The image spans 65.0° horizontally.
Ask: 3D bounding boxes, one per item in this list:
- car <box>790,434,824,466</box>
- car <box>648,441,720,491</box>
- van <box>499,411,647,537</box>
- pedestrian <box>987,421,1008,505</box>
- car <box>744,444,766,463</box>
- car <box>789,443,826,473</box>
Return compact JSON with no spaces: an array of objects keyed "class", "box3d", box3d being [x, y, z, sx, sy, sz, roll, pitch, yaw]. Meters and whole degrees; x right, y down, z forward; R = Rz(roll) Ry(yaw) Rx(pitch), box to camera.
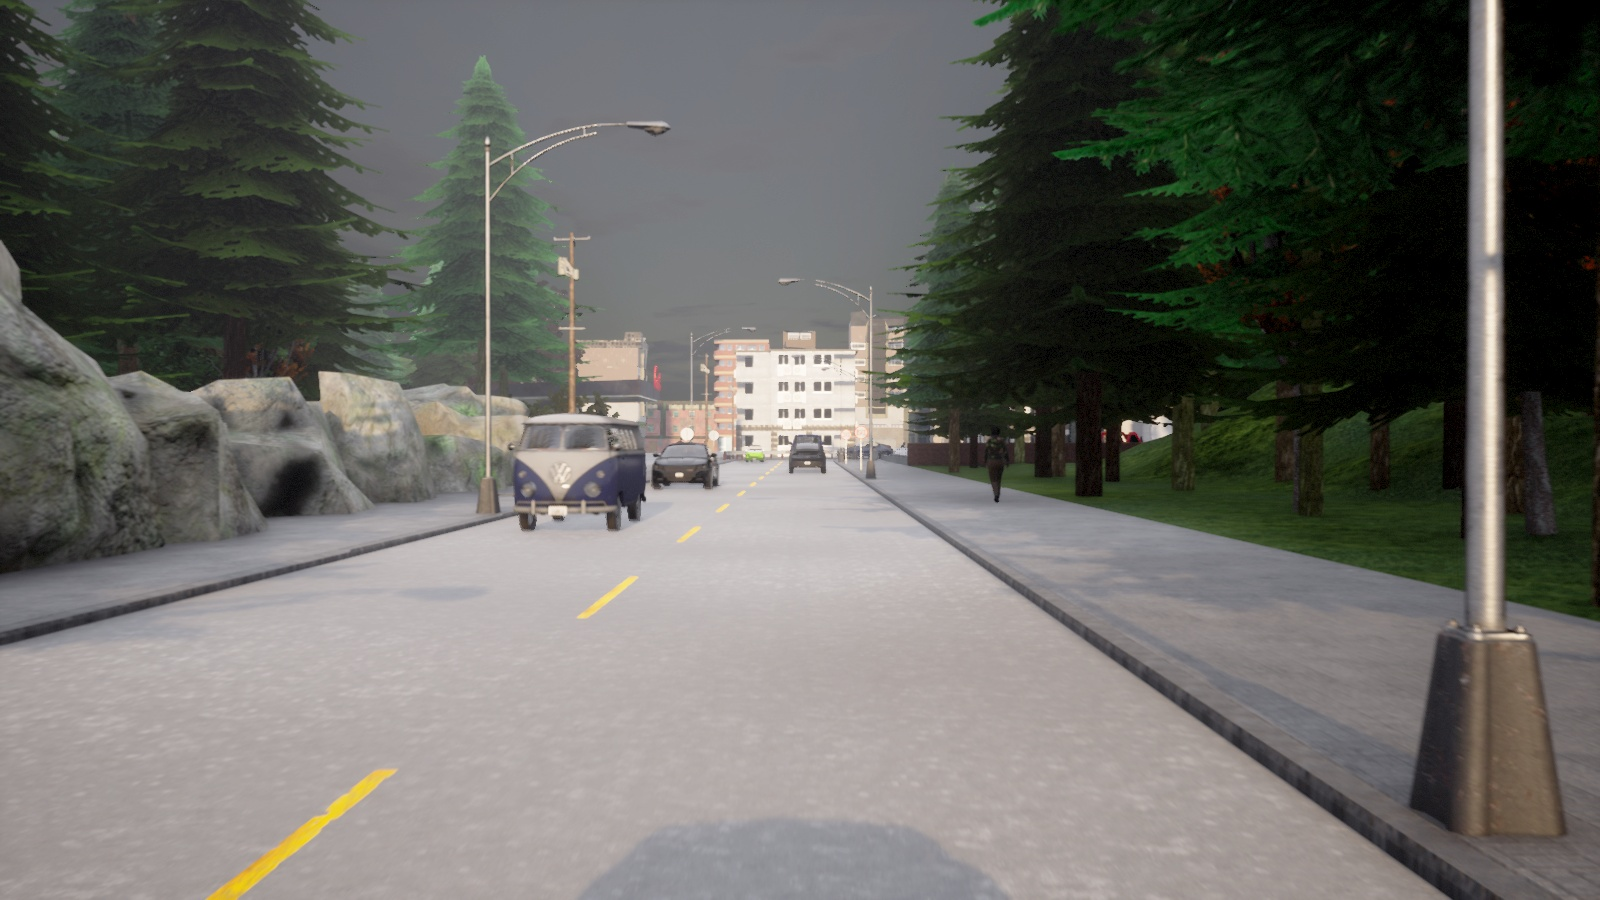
[{"class":"car","box3d":[0.452,0.003,82.168,2.150,2.045,5.566,0,0,0]},{"class":"car","box3d":[-3.748,0.488,41.287,1.882,1.535,5.008,0,0,0]},{"class":"van","box3d":[-3.858,0.371,22.084,1.775,1.987,4.442,0,0,0]},{"class":"pedestrian","box3d":[4.608,0.294,29.365,0.395,1.930,0.692,0,0,2]},{"class":"car","box3d":[-3.433,0.258,95.907,1.481,1.376,2.207,0,0,2]},{"class":"car","box3d":[0.372,0.390,63.814,1.837,1.490,4.892,0,0,0]}]
